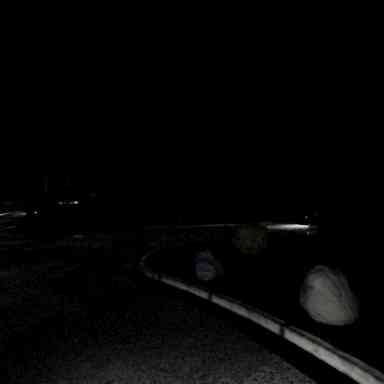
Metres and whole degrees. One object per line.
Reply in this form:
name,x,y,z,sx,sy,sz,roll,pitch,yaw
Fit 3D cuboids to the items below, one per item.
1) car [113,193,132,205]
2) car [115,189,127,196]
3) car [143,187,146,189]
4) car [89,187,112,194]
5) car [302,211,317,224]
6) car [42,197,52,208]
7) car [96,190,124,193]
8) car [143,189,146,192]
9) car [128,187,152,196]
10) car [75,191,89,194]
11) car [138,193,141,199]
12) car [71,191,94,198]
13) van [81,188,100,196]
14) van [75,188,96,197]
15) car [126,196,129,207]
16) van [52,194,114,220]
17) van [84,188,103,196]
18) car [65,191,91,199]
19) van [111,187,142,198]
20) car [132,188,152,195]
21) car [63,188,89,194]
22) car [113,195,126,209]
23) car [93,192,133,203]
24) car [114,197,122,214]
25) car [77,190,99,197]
car,-10.285,1.342,40.886,4.892,1.521,2.231,-1,2,-4
car,-18.173,0.159,85.322,2.128,1.511,4.902,-1,2,-4
car,-12.368,0.337,74.112,4.892,1.521,2.231,-1,2,-4
car,-16.504,0.606,60.314,2.150,2.045,5.566,-1,2,-4
car,8.924,1.263,20.382,4.181,1.385,1.994,-3,-1,-5
car,-18.871,1.466,43.374,2.128,1.511,4.902,-1,2,-3
car,-10.600,1.045,46.422,4.553,1.767,2.185,-1,2,-4
car,-11.704,0.699,63.035,4.792,1.488,2.163,-1,2,-4
car,-12.932,-0.164,82.409,5.566,2.045,2.435,-1,2,-4
car,-20.006,1.029,62.807,1.895,1.301,4.718,-1,2,-4
car,-10.982,1.003,51.961,5.008,1.535,2.097,-1,2,-4
car,-25.719,0.555,78.026,4.674,1.452,2.002,-1,2,-4
van,-26.373,0.039,86.403,4.442,1.987,1.878,-1,2,-4
van,-25.787,0.202,80.821,4.442,1.987,1.878,-1,2,-4
car,-10.075,1.454,38.121,4.792,1.488,2.163,-1,2,-4
van,-9.703,1.459,29.799,4.442,1.987,1.878,-1,2,-4
van,-26.317,-0.056,89.212,4.442,1.987,1.878,-1,2,-4
car,-25.731,0.601,75.216,5.366,1.575,1.946,-1,2,-4
van,-11.216,0.607,57.500,4.442,1.987,1.878,-1,2,-4
car,-13.252,-0.083,87.957,5.008,1.535,2.097,-1,2,-4
car,-25.404,0.433,72.421,5.566,2.045,2.435,-1,2,-4
car,-10.116,1.512,35.339,5.366,1.575,1.946,-1,2,-4
car,-10.448,1.255,43.655,5.008,1.535,2.097,-1,2,-4
car,-9.725,1.625,32.583,4.792,1.488,2.163,-1,2,-4
car,-26.080,0.347,83.617,5.008,1.535,2.097,-1,2,-4
